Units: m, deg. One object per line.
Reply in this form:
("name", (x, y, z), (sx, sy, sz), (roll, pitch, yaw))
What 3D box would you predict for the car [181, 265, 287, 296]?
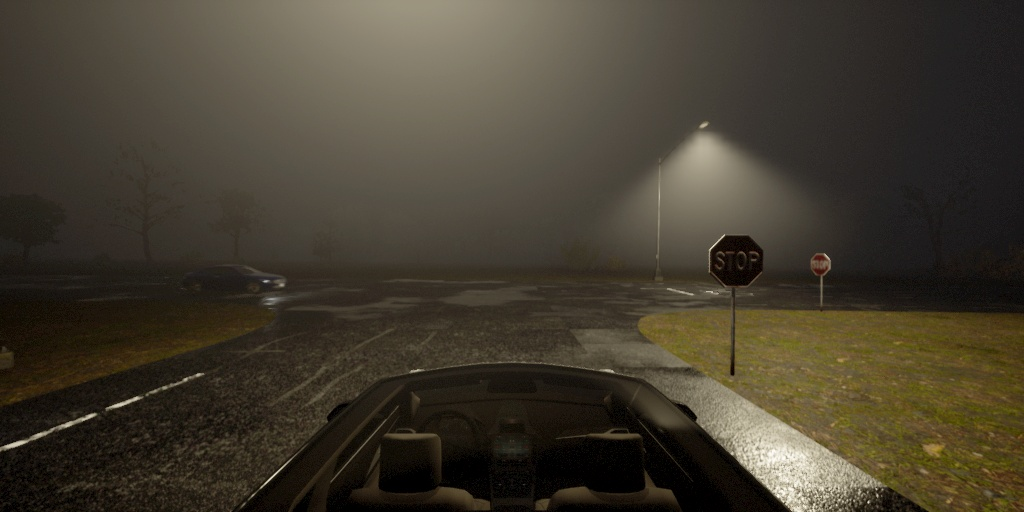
("car", (-13.999, 1.173, 18.176), (4.674, 1.442, 1.812), (1, 1, 0))
